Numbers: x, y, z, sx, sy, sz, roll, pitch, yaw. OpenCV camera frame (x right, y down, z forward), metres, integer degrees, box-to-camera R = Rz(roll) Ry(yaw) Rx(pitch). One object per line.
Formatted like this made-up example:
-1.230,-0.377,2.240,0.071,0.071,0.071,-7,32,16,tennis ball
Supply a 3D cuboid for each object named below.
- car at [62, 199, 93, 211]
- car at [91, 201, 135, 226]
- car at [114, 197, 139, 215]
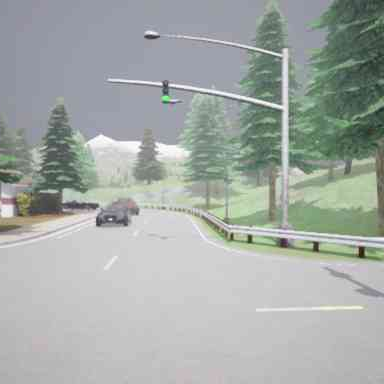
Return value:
-13.535,1.530,39.831,4.718,1.301,1.895,0,0,11,car
-5.249,1.520,22.700,1.994,1.385,4.181,0,0,-5,car
-6.578,1.291,32.435,2.097,1.767,4.553,0,0,-22,car
